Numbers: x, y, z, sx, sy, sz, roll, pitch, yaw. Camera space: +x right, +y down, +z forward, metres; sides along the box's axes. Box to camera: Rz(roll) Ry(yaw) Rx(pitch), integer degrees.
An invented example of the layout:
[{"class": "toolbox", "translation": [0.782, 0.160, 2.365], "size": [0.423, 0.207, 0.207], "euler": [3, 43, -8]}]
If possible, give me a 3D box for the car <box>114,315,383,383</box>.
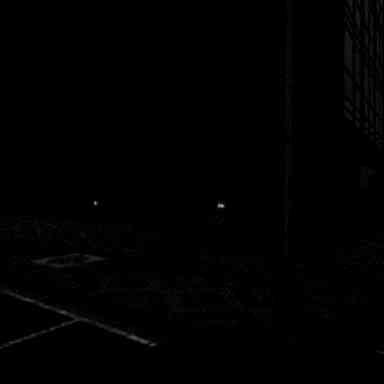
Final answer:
[{"class": "car", "translation": [1.307, 1.551, 2.030], "size": [4.403, 1.369, 2.008], "euler": [0, 0, 36]}]
